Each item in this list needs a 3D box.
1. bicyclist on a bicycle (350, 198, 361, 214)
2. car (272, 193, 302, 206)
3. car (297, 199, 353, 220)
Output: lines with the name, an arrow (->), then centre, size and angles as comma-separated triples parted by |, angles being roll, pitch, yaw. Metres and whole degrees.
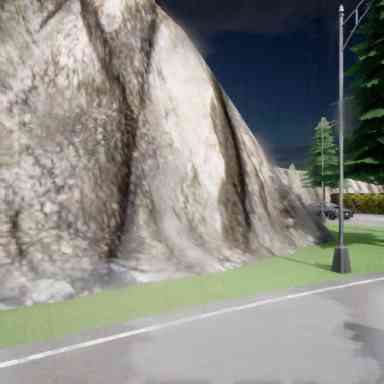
bicyclist on a bicycle -> 16.381, 1.453, 33.343 | 1.656, 1.620, 0.582 | 0, 0, -28
car -> 15.401, 1.223, 53.766 | 5.566, 2.045, 2.150 | 0, 0, -35
car -> 11.298, 1.564, 27.960 | 1.994, 1.385, 4.181 | 0, 0, -27
